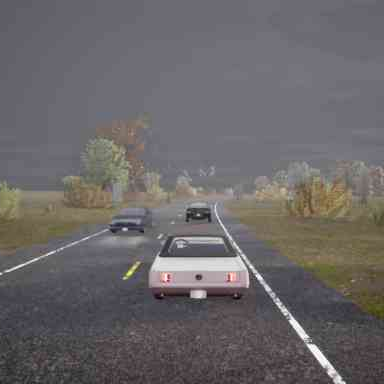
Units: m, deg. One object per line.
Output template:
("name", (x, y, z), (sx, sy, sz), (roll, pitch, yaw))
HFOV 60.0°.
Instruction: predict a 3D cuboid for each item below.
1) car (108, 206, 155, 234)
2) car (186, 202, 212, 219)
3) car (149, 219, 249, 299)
("car", (-3.381, 1.553, 19.702), (2.033, 1.411, 5.357), (0, 0, 1))
("car", (0.539, 1.482, 26.057), (1.882, 1.535, 5.008), (0, 0, 2))
("car", (0.134, 1.603, 8.367), (1.895, 1.301, 4.718), (0, 0, 0))
